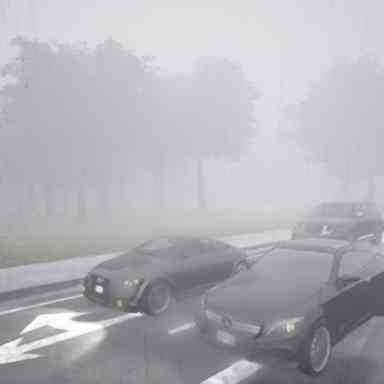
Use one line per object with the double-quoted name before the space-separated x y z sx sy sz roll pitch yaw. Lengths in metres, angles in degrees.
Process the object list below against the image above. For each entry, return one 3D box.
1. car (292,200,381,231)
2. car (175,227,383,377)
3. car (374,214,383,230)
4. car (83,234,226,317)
"car" 6.556 1.407 14.626 5.566 2.045 2.150 0 -1 -44
"car" 2.114 1.618 5.898 4.674 1.442 1.812 0 -2 -44
"car" 8.894 1.590 12.353 4.902 1.511 2.128 0 -2 -43
"car" -0.395 1.745 7.990 4.181 1.385 1.994 0 -2 -43
